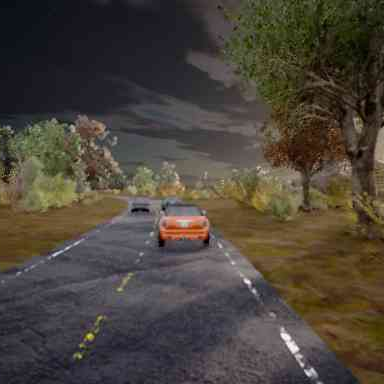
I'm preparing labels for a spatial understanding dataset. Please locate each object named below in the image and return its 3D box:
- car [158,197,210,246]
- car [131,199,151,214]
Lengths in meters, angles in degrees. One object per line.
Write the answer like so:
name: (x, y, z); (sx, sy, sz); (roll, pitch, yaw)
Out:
car: (-0.406, 1.270, 15.107); (2.097, 1.767, 4.553); (0, 0, -3)
car: (-5.048, 1.373, 33.182); (2.033, 1.411, 5.357); (0, 0, -7)
